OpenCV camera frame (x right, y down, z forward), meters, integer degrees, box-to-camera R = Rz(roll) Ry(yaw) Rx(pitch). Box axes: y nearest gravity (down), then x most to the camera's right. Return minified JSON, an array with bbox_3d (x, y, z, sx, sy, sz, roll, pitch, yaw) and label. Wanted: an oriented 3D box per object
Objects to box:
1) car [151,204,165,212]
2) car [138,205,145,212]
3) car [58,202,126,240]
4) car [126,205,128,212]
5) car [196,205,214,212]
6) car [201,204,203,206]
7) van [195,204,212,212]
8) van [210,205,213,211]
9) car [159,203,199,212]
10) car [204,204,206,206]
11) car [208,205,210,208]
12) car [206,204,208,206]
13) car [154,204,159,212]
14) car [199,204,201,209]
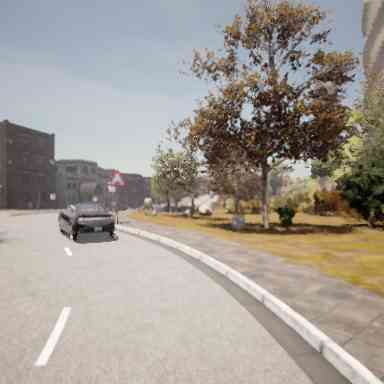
[{"bbox_3d":[-7.611,3.526,73.982,2.097,1.767,4.553,0,-3,8],"label":"car"},{"bbox_3d":[-8.946,3.290,64.024,1.994,1.385,4.181,0,-3,8],"label":"car"},{"bbox_3d":[-5.154,1.308,15.949,2.128,1.511,4.902,0,1,-31],"label":"car"},{"bbox_3d":[-10.825,2.322,48.992,1.837,1.490,4.892,0,-4,7],"label":"car"},{"bbox_3d":[3.613,4.519,91.342,4.553,1.767,2.185,0,-2,8],"label":"car"},{"bbox_3d":[-1.163,2.798,55.888,4.892,1.521,2.231,0,-3,8],"label":"car"},{"bbox_3d":[3.103,4.303,88.640,4.442,1.987,1.878,0,-2,8],"label":"van"},{"bbox_3d":[2.236,3.920,80.421,4.442,1.987,1.878,0,-3,8],"label":"van"},{"bbox_3d":[-1.906,2.464,50.441,4.892,1.521,2.231,0,-4,8],"label":"car"},{"bbox_3d":[-0.622,3.119,61.366,5.366,1.575,1.946,0,-3,8],"label":"car"},{"bbox_3d":[1.025,3.768,72.244,4.674,1.452,2.002,0,-3,8],"label":"car"},{"bbox_3d":[0.262,3.308,66.798,4.553,1.767,2.185,0,-3,8],"label":"car"},{"bbox_3d":[-5.665,3.317,64.038,1.994,1.385,4.181,0,-3,8],"label":"car"},{"bbox_3d":[-1.540,2.631,53.166,5.008,1.535,2.097,0,-3,8],"label":"car"}]
